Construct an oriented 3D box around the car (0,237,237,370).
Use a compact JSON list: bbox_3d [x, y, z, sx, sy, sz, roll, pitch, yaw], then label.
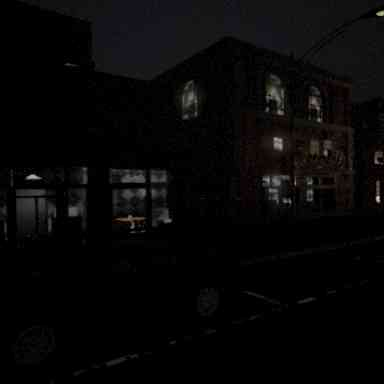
[{"bbox_3d":[-1.259,1.529,5.666,4.507,1.381,1.887,-1,0,-36],"label":"car"}]
